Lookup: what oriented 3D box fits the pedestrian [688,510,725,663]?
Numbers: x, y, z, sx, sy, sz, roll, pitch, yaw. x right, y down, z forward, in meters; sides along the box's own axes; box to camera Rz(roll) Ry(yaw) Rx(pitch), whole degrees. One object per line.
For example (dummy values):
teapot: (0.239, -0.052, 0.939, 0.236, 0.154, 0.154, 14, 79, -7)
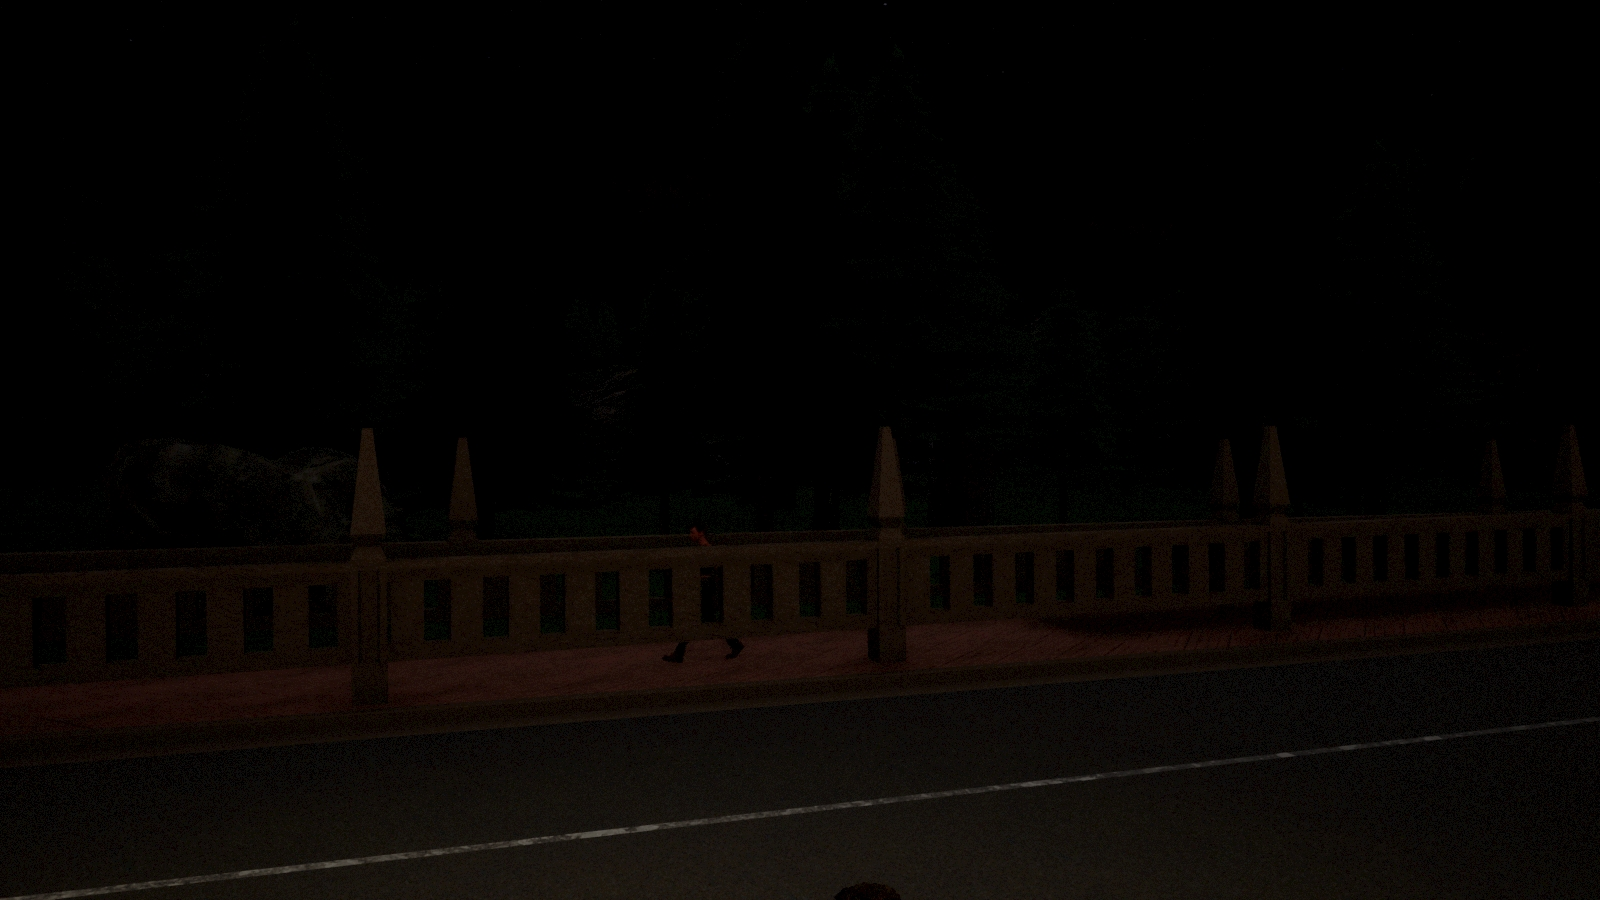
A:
pedestrian: (-1.168, 1.694, 14.283, 0.375, 1.860, 0.375, 0, 0, -20)
